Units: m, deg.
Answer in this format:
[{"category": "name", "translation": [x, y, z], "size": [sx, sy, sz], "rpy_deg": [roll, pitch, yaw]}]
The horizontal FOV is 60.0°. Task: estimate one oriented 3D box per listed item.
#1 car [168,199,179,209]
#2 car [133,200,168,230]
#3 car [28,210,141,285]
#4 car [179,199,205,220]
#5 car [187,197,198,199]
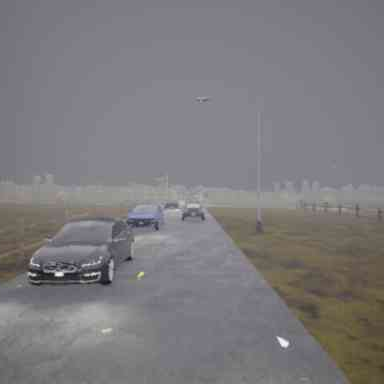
[{"category": "car", "translation": [-2.768, 1.673, 47.256], "size": [1.895, 1.301, 4.718], "rpy_deg": [0, 0, 0]}, {"category": "car", "translation": [-2.837, 1.483, 21.143], "size": [1.882, 1.535, 5.008], "rpy_deg": [0, 0, 0]}, {"category": "car", "translation": [-2.852, 1.502, 9.558], "size": [1.837, 1.490, 4.892], "rpy_deg": [0, 0, 0]}, {"category": "car", "translation": [0.091, 1.538, 27.710], "size": [1.812, 1.442, 4.674], "rpy_deg": [0, 0, 0]}, {"category": "car", "translation": [0.047, 1.383, 39.676], "size": [2.097, 1.767, 4.553], "rpy_deg": [0, 0, 0]}]
